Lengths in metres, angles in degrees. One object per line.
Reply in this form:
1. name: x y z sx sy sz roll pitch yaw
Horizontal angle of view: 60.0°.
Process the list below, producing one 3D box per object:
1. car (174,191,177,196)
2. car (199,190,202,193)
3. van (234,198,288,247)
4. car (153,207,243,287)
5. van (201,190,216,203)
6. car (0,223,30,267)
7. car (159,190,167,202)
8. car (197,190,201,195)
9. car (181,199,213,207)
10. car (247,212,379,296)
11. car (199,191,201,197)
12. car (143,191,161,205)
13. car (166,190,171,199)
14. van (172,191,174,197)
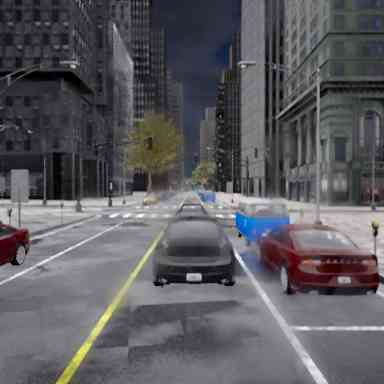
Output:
1. car: -5.769 0.580 88.711 1.947 1.339 4.313 0 1 0
2. car: 2.759 0.833 62.624 1.887 1.381 4.507 0 1 0
3. van: 2.779 1.176 13.814 1.690 1.788 3.998 0 1 0
4. car: 0.056 1.397 9.005 1.837 1.490 4.892 0 1 0
5. van: 2.761 0.747 51.796 1.690 1.788 3.998 0 1 0
6. car: -5.777 1.445 8.309 1.887 1.381 4.507 0 1 0
7. car: -5.765 0.895 56.979 1.887 1.381 4.507 0 1 0
8. car: 2.758 0.723 73.450 2.008 1.369 4.403 0 1 0
9. car: 0.008 1.342 18.757 1.994 1.385 4.181 0 1 1
10. car: 2.778 1.444 8.291 1.887 1.381 4.507 0 1 0
11. car: 2.760 0.913 57.211 1.947 1.339 4.313 0 1 0
12. car: -5.770 0.994 46.229 1.752 1.417 4.829 0 1 0
13. car: -5.765 0.608 62.265 2.192 1.841 5.009 0 1 0
14. van: -5.767 0.465 78.132 1.690 1.788 3.998 0 1 0
